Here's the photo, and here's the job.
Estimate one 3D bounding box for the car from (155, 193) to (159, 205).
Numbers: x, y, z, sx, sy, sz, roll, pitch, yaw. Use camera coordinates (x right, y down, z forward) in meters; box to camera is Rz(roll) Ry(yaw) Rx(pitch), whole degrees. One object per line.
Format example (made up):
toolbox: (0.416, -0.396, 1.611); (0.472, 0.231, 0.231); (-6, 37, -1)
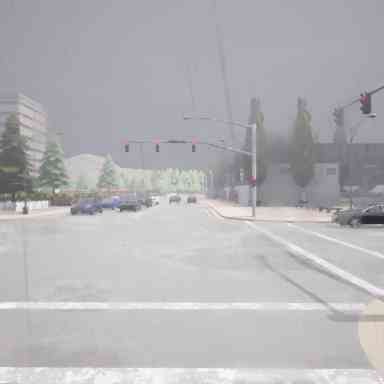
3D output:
car: (-7.089, 1.221, 59.060); (2.150, 2.045, 5.566); (0, 0, 1)

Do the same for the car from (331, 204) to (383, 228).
car: (11.537, 1.491, 21.338); (4.902, 1.511, 2.128); (0, 0, -1)

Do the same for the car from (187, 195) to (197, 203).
car: (-0.034, 1.477, 66.473); (1.882, 1.535, 5.008); (0, 0, 0)

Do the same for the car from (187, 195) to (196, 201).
car: (-0.040, 1.407, 76.843); (1.994, 1.385, 4.181); (0, 0, 0)

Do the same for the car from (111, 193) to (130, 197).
car: (-10.612, 1.352, 51.624); (2.097, 1.767, 4.553); (0, 0, 0)

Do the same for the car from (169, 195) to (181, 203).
car: (-3.534, 1.505, 66.471); (1.837, 1.490, 4.892); (0, 0, 0)

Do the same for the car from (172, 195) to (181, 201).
car: (-3.540, 1.407, 76.841); (1.994, 1.385, 4.181); (0, 0, 0)

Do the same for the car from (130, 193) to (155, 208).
car: (-7.100, 1.221, 48.403); (2.150, 2.045, 5.566); (0, 0, 0)

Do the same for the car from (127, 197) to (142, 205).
car: (-10.592, 1.563, 61.508); (1.994, 1.385, 4.181); (0, 0, 0)

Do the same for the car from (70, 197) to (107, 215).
car: (-10.675, 1.352, 33.973); (2.097, 1.767, 4.553); (0, 0, 2)

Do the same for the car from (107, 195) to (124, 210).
car: (-10.613, 1.477, 43.108); (1.882, 1.535, 5.008); (0, 0, 0)

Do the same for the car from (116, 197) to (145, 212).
car: (-7.104, 1.601, 38.665); (1.895, 1.301, 4.718); (0, 0, 0)
